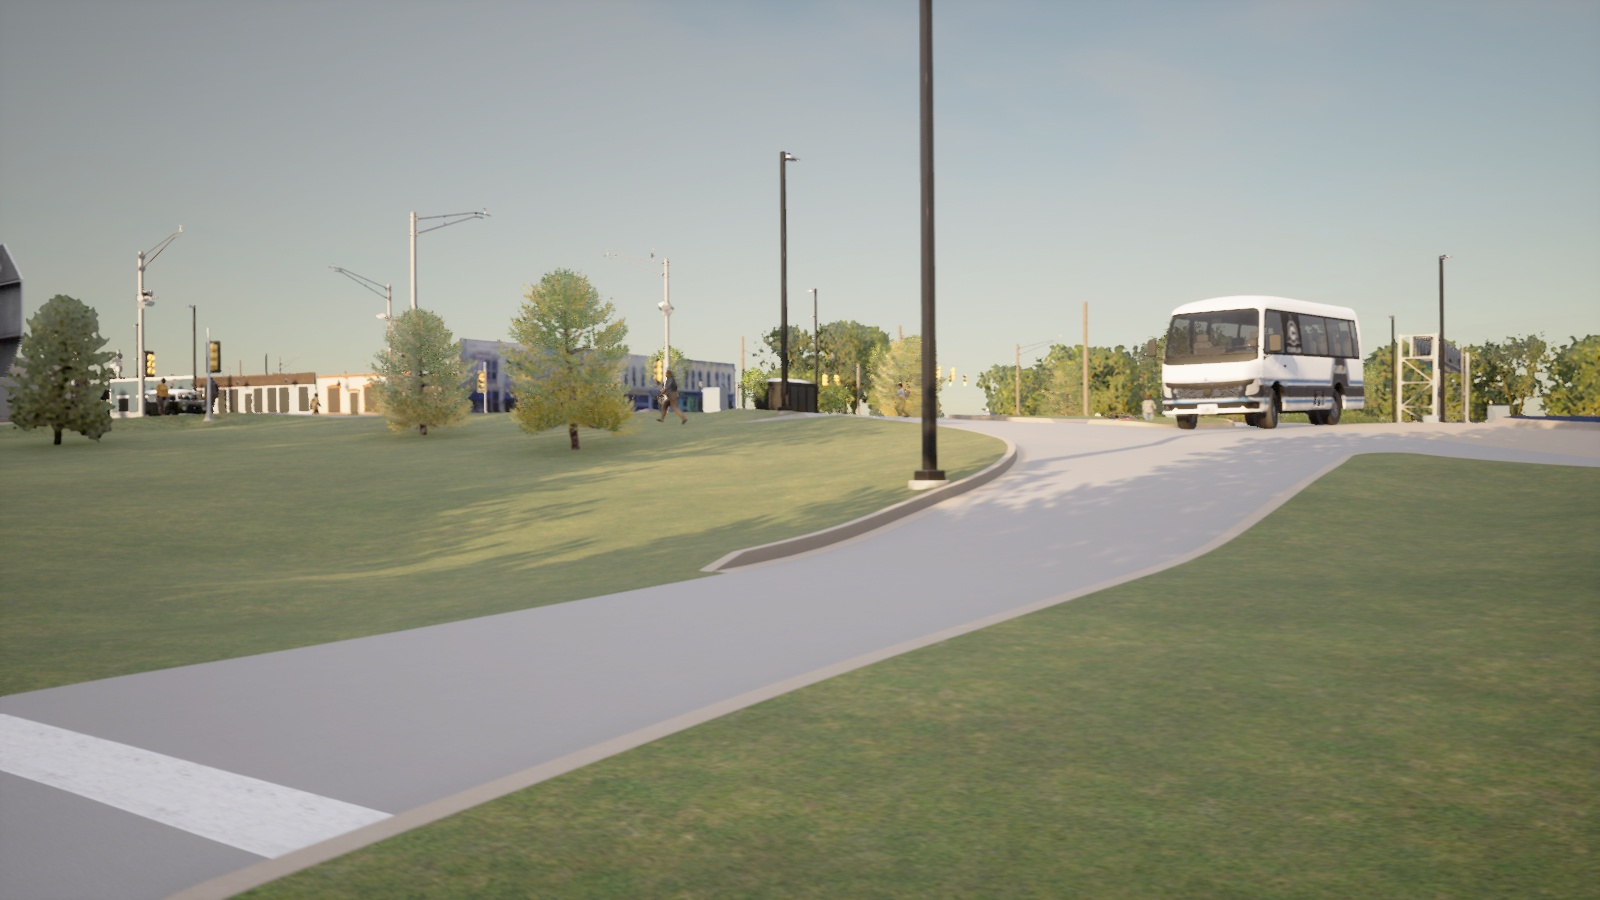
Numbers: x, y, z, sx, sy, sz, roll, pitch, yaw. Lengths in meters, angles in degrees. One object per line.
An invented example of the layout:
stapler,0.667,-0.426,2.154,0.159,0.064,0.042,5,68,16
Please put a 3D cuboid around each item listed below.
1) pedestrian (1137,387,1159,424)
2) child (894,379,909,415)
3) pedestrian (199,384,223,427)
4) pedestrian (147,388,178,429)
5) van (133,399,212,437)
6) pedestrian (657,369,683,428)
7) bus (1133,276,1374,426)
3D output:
pedestrian,17.596,-2.244,63.484,0.874,1.855,0.900,-2,0,25
child,3.541,-1.851,43.773,0.437,1.263,0.270,-1,0,-30
pedestrian,-27.386,-2.043,58.375,0.873,1.952,0.659,-2,0,37
pedestrian,-29.983,-1.944,59.085,0.900,1.855,0.874,-2,0,25
van,-36.725,-1.835,73.466,4.480,2.038,2.069,-1,0,33
pedestrian,-4.215,-1.665,40.736,0.694,1.848,0.540,-2,0,3
bus,15.377,-3.150,41.861,3.944,4.253,10.273,-2,2,41
